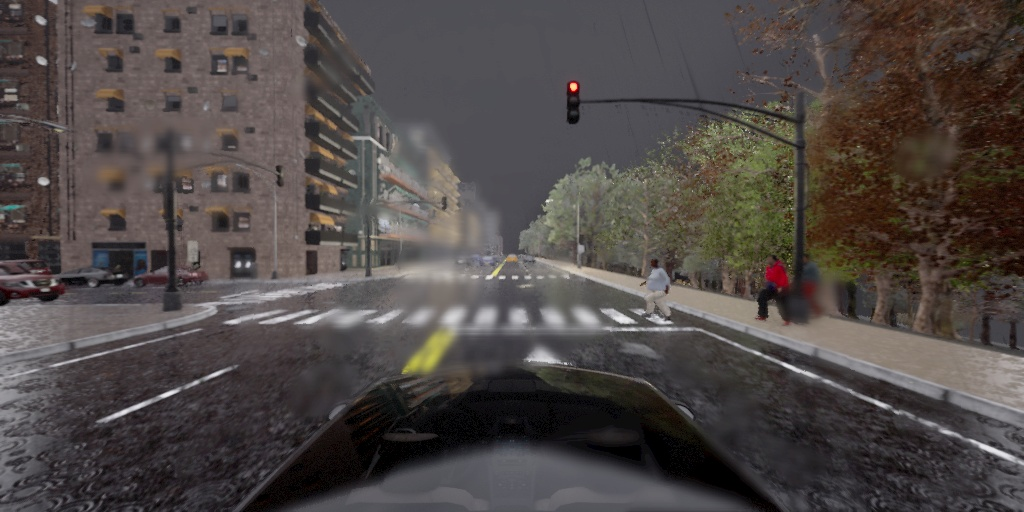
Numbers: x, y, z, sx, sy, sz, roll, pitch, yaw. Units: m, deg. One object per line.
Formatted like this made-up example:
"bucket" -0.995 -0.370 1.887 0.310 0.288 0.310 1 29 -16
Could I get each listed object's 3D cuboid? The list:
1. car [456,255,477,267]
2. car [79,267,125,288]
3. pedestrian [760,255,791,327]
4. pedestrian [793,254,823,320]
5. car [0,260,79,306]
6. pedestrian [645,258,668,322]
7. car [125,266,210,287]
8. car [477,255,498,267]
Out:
"car" -6.546 0.714 49.863 2.128 1.511 4.902 0 1 0
"car" -28.342 1.400 24.003 4.313 1.339 1.948 0 0 -1
"pedestrian" 6.577 0.811 8.960 0.375 1.860 0.375 0 1 0
"pedestrian" 7.970 0.803 9.651 0.375 1.860 0.375 0 1 0
"car" -22.656 1.182 15.454 5.009 1.841 2.192 0 0 -1
"pedestrian" 4.123 0.949 10.254 0.375 1.860 0.375 0 1 0
"car" -22.775 1.344 24.101 4.207 1.307 1.802 0 0 -1
"car" -3.298 0.751 49.567 1.812 1.442 4.674 0 0 0
